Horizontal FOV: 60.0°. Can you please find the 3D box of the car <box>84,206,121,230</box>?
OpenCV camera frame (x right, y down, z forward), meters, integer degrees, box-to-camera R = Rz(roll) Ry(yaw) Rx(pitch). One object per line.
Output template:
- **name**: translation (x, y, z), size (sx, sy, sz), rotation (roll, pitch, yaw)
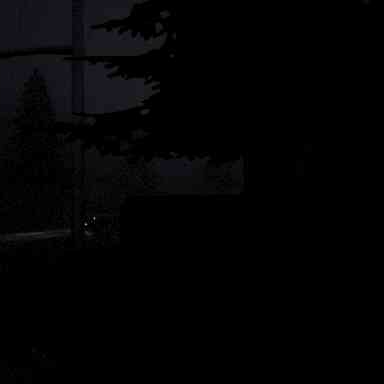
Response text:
- **car**: translation (-4.971, 1.586, 21.363), size (1.895, 1.301, 4.718), rotation (0, 0, 36)
